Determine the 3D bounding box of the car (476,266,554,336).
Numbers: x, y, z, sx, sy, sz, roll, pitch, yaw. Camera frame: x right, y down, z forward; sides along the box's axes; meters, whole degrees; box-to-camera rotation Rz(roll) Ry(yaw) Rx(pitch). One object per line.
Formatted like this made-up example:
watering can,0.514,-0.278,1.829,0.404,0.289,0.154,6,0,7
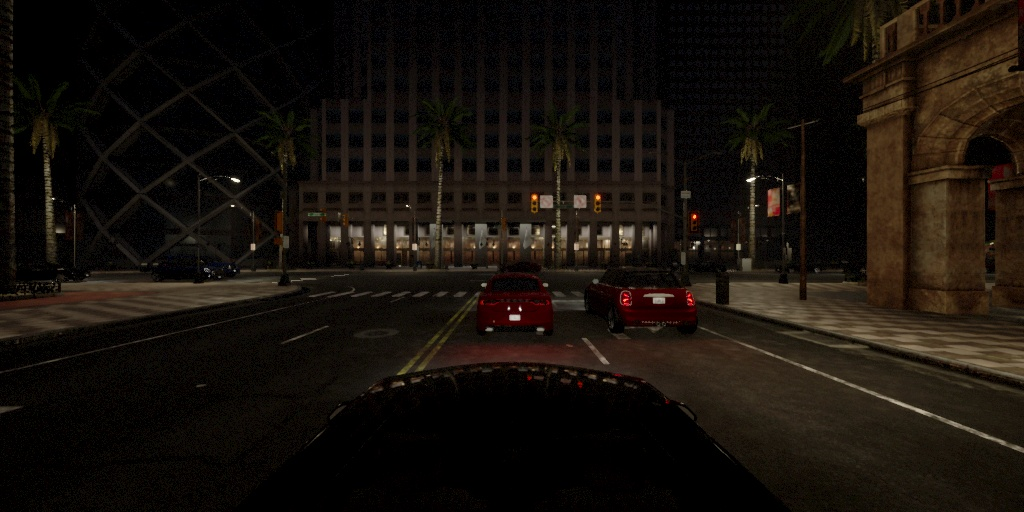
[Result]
car,0.081,1.228,10.494,1.882,1.535,5.008,0,0,0

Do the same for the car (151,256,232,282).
car,-25.627,1.102,28.553,4.553,1.767,2.097,0,0,-3

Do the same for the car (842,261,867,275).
car,39.135,1.255,39.362,4.892,1.490,1.837,0,0,0

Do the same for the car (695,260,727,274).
car,20.903,1.241,39.426,4.902,1.511,2.128,0,0,0

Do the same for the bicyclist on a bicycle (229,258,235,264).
bicyclist on a bicycle,-35.747,1.050,45.753,0.582,1.620,1.656,0,0,-12

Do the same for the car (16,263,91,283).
car,-35.248,1.256,26.967,4.892,1.490,1.837,0,0,-21

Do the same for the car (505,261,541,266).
car,0.926,1.276,39.487,4.674,1.442,1.812,0,0,0

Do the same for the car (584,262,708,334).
car,3.582,1.102,10.835,2.097,1.767,4.553,0,0,0

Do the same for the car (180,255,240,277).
car,-27.667,0.971,32.048,5.566,2.045,2.150,0,0,-3
